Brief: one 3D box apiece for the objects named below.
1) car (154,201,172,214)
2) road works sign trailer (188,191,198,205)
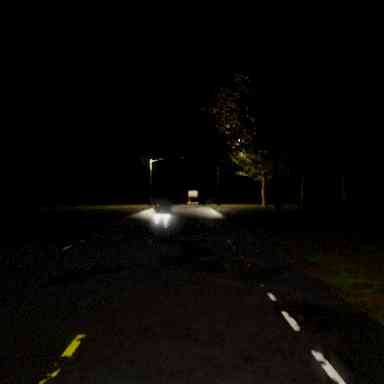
[{"bbox_3d":[-3.564,1.865,41.355,2.128,1.511,4.902,0,-1,0],"label":"car"},{"bbox_3d":[0.267,1.449,84.316,2.380,3.560,2.880,0,-1,2],"label":"road works sign trailer"}]
